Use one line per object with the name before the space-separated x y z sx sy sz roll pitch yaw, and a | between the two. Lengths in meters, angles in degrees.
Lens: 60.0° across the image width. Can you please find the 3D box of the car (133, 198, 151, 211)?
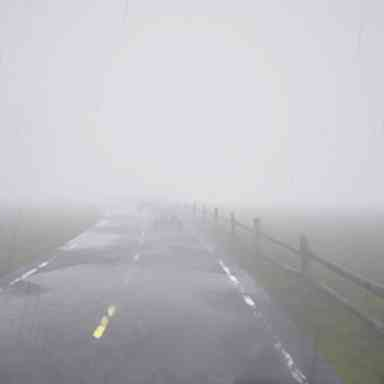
car | -5.806 1.440 39.767 1.837 1.490 4.892 0 0 -16

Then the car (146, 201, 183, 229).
car | -1.723 1.532 21.682 2.033 1.411 5.357 0 0 -9
